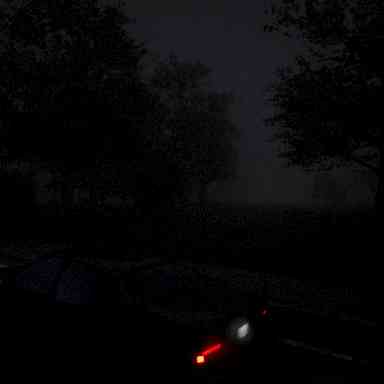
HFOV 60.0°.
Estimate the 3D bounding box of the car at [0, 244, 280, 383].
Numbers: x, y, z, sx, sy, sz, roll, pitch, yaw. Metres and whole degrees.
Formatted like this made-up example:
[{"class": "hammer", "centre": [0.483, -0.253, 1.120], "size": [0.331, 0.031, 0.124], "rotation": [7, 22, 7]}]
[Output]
[{"class": "car", "centre": [-1.483, 1.546, 5.049], "size": [5.357, 1.411, 2.033], "rotation": [0, 0, 36]}]
